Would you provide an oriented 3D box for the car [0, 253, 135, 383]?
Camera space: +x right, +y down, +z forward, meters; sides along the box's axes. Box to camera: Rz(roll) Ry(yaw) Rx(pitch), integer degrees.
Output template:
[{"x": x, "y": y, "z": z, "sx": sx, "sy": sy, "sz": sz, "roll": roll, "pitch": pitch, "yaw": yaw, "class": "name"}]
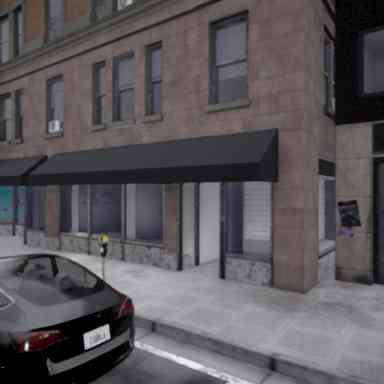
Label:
[{"x": -2.694, "y": 1.562, "z": 4.724, "sx": 4.313, "sy": 1.339, "sz": 1.947, "roll": 0, "pitch": 0, "yaw": 35, "class": "car"}]
